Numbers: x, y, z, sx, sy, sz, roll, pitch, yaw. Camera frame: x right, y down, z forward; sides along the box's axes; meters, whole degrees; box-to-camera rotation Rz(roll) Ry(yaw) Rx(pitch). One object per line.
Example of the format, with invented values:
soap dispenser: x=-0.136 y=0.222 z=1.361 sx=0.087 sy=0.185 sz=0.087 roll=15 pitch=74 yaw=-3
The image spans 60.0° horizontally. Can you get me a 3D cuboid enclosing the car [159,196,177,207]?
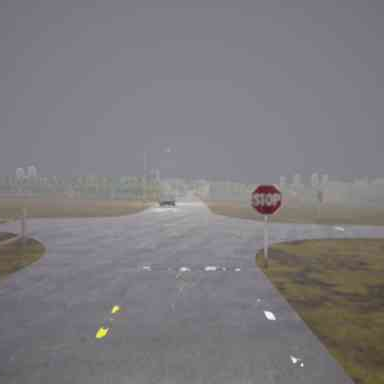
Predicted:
car: x=-2.835 y=1.107 z=39.371 sx=1.895 sy=1.301 sz=4.718 roll=0 pitch=1 yaw=0
